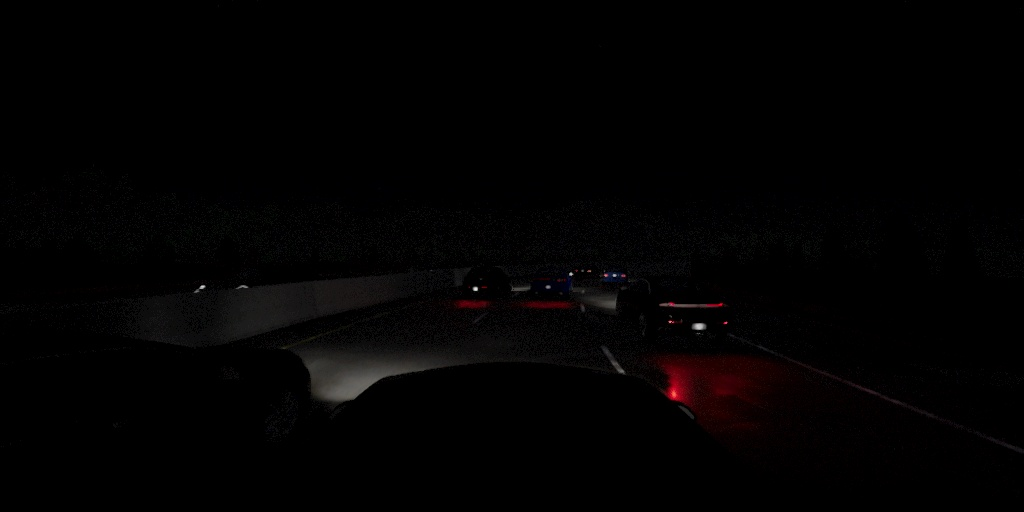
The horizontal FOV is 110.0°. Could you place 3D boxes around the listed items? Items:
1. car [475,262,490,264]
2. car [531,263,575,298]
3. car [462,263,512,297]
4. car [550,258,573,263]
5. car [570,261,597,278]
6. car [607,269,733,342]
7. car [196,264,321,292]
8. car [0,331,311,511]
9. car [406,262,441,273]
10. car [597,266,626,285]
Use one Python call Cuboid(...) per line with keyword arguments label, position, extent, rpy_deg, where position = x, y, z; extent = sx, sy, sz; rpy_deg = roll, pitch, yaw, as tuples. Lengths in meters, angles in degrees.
Cuboid(label="car", position=(-3.822, 1.477, 45.316), extent=(1.837, 1.490, 4.892), rpy_deg=(0, -1, 26))
Cuboid(label="car", position=(2.206, 1.326, 19.322), extent=(1.882, 1.535, 5.008), rpy_deg=(0, 0, 11))
Cuboid(label="car", position=(-1.276, 1.347, 19.749), extent=(1.837, 1.490, 4.892), rpy_deg=(0, 0, 11))
Cuboid(label="car", position=(8.247, 1.278, 59.063), extent=(2.150, 2.045, 5.566), rpy_deg=(0, -1, 36))
Cuboid(label="car", position=(7.848, 1.501, 36.917), extent=(2.033, 1.411, 5.357), rpy_deg=(0, 0, 24))
Cuboid(label="car", position=(4.225, 1.295, 10.035), extent=(2.128, 1.511, 4.902), rpy_deg=(0, 0, 6))
Cuboid(label="car", position=(-9.546, 1.144, 13.894), extent=(2.097, 1.767, 4.553), rpy_deg=(0, 0, 8))
Cuboid(label="car", position=(-3.279, 1.249, 2.240), extent=(1.837, 1.490, 4.892), rpy_deg=(0, -1, 1))
Cuboid(label="car", position=(-9.819, 1.422, 40.256), extent=(2.128, 1.511, 4.902), rpy_deg=(0, 0, 22))
Cuboid(label="car", position=(8.121, 1.455, 27.971), extent=(2.033, 1.411, 5.357), rpy_deg=(0, 0, 19))
